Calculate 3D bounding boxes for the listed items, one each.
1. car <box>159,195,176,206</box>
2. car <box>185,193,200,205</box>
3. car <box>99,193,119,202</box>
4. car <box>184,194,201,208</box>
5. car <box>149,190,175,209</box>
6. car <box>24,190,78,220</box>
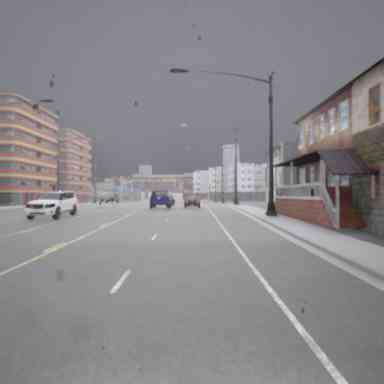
[{"bbox_3d":[-3.474,1.200,48.779,2.128,1.511,4.902,0,-1,0],"label":"car"},{"bbox_3d":[0.026,1.049,48.753,2.097,1.767,4.553,0,-1,0],"label":"car"},{"bbox_3d":[-10.482,0.846,42.471,1.837,1.490,4.892,0,-1,0],"label":"car"},{"bbox_3d":[0.016,1.177,38.320,1.895,1.301,4.718,0,0,0],"label":"car"},{"bbox_3d":[-3.485,0.806,37.613,2.150,2.045,5.566,0,0,0],"label":"car"},{"bbox_3d":[-10.530,0.913,25.399,2.150,2.045,5.566,0,1,0],"label":"car"}]
